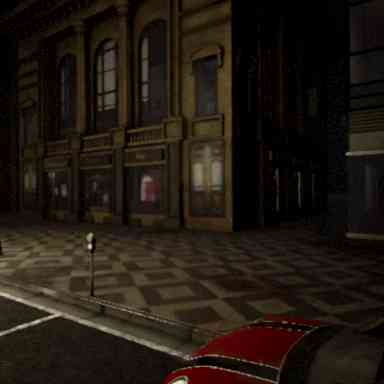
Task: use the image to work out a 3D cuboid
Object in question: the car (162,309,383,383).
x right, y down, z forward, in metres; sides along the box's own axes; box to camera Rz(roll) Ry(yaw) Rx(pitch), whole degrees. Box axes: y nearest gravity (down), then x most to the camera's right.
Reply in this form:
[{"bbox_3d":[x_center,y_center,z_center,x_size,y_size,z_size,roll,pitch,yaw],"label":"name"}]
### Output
[{"bbox_3d":[1.601,1.427,1.965,4.097,1.590,1.967,0,0,35],"label":"car"}]
